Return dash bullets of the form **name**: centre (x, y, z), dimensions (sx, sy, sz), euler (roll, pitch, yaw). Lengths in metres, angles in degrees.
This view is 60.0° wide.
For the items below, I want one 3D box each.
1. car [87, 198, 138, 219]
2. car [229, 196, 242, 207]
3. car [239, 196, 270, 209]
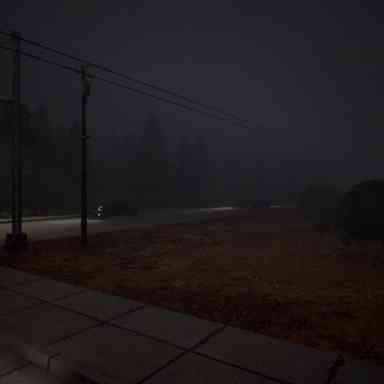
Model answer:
- **car**: centre (-6.850, 1.335, 28.622), dimensions (2.097, 1.767, 4.553), euler (0, 0, 37)
- **car**: centre (7.111, 1.353, 47.365), dimensions (2.128, 1.511, 4.902), euler (0, 0, 37)
- **car**: centre (8.428, 1.467, 43.024), dimensions (1.895, 1.301, 4.718), euler (0, 0, 37)
